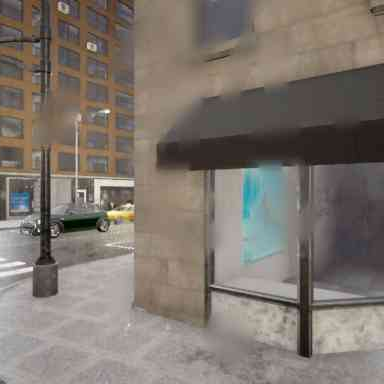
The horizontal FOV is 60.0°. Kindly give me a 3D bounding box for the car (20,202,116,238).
[{"bbox_3d":[-6.674,1.366,17.848,2.097,1.767,4.553,0,0,36],"label":"car"}]

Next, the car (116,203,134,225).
[{"bbox_3d":[-4.871,1.548,24.673,1.752,1.417,4.829,0,0,36],"label":"car"}]
